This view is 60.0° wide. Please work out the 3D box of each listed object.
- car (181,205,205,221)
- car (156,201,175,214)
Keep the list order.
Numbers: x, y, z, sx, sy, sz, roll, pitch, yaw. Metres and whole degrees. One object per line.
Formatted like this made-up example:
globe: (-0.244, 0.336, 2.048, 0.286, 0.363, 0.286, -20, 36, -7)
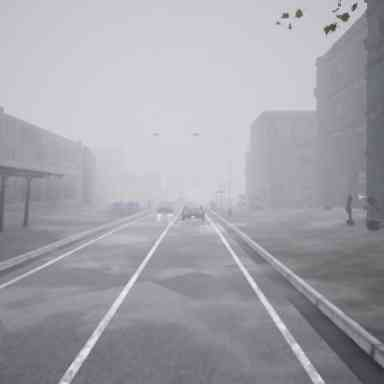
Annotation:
car: (0.084, 1.718, 28.295, 1.895, 1.301, 4.718, 0, -1, 0)
car: (-3.038, 1.792, 39.581, 2.033, 1.411, 5.357, 0, 0, 1)
